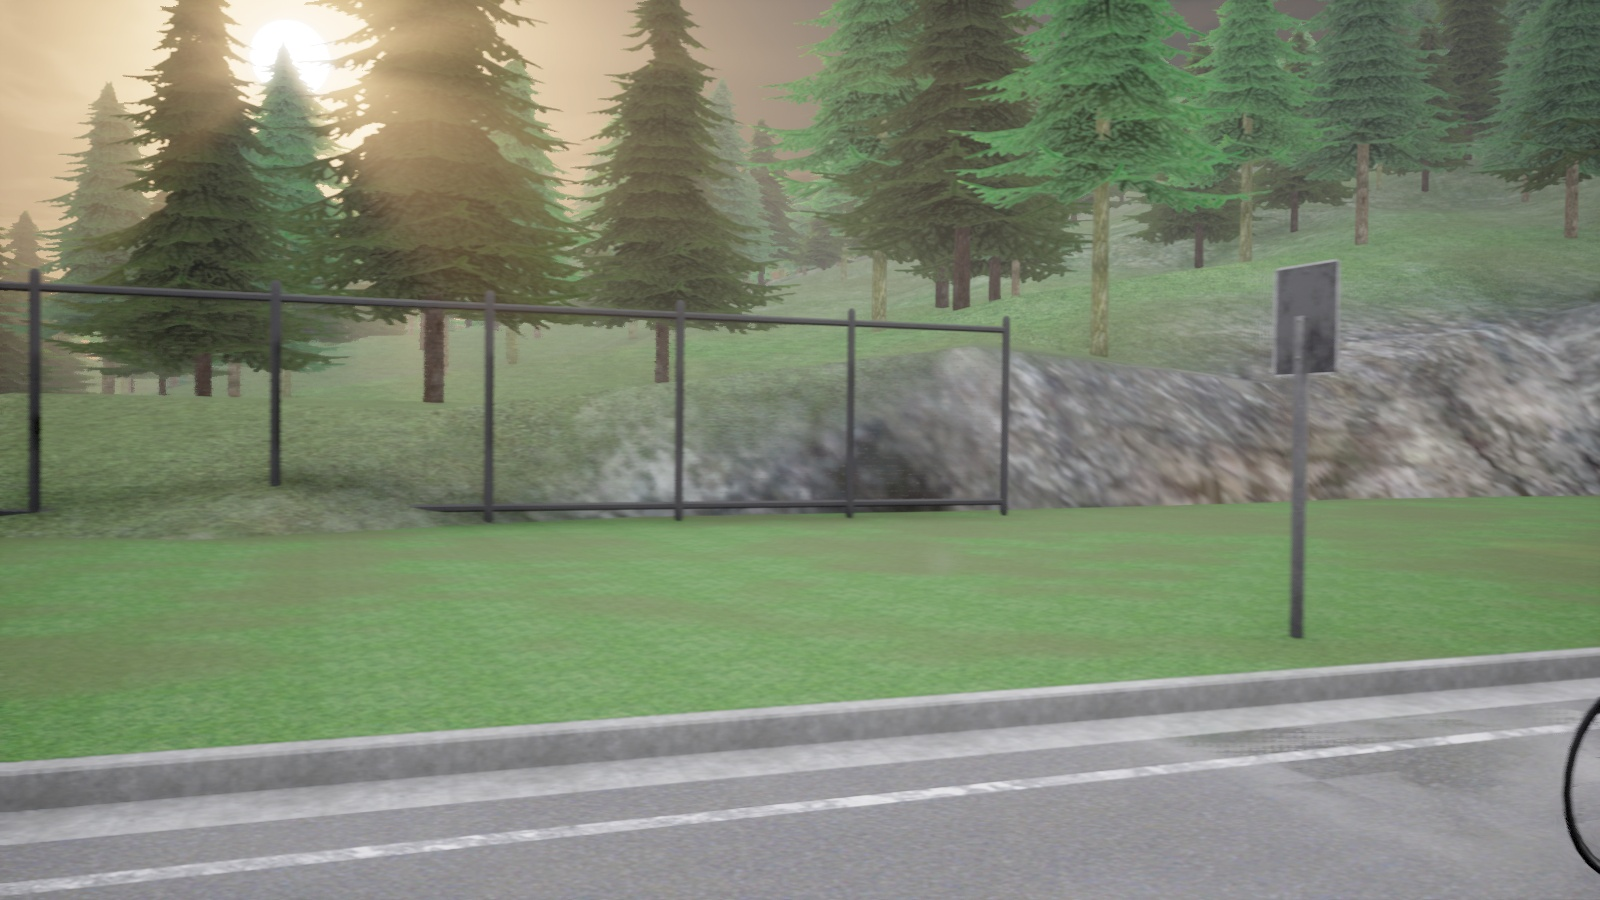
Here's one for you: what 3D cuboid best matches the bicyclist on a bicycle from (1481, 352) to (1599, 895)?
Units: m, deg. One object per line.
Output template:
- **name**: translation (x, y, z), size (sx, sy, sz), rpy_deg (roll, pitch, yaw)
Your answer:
- **bicyclist on a bicycle**: translation (3.433, 0.557, 4.541), size (1.843, 1.776, 0.659), rpy_deg (-1, 1, -21)
